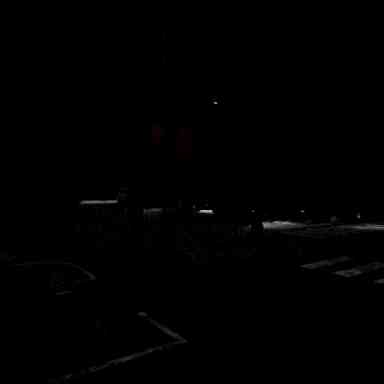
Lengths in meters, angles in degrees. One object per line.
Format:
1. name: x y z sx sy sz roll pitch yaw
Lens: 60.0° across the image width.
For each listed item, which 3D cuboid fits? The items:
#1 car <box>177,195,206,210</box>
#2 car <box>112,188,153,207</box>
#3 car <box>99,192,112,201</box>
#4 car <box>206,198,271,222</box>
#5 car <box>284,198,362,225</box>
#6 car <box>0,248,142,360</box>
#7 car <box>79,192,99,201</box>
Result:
1. car: 0.302 0.990 32.693 1.994 1.385 4.181 0 1 -35
2. car: -6.366 0.543 36.532 2.150 2.045 5.566 0 1 -35
3. car: -13.173 0.629 52.001 1.895 1.301 4.718 0 1 -35
4. car: 3.283 1.140 22.814 1.812 1.442 4.674 0 1 -35
5. car: 8.350 1.161 21.574 2.128 1.511 4.902 0 1 -38
6. car: -2.853 1.549 4.612 4.403 1.369 2.008 0 0 -35
7. car: -16.408 0.626 50.965 1.895 1.301 4.718 0 1 -35
